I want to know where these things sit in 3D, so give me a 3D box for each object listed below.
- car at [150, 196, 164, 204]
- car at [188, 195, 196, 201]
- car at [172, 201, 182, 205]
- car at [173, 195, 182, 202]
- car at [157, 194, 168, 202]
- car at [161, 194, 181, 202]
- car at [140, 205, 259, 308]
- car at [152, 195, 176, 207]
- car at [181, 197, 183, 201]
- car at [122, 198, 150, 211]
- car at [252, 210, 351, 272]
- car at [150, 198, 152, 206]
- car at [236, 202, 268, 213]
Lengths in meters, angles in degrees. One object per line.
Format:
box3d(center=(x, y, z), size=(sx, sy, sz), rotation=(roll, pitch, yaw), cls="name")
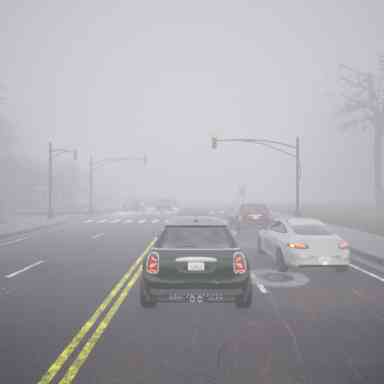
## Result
box3d(center=(-6.481, 1.524, 62.494), size=(2.033, 1.411, 5.357), rotation=(0, 0, 1), cls="car")
box3d(center=(0.097, 1.483, 84.302), size=(2.128, 1.511, 4.902), rotation=(0, 0, 0), cls="car")
box3d(center=(0.061, 1.478, 17.351), size=(1.882, 1.535, 5.008), rotation=(0, 0, 0), cls="car")
box3d(center=(-3.167, 1.468, 72.644), size=(1.837, 1.490, 4.892), rotation=(0, 0, 0), cls="car")
box3d(center=(-6.417, 1.323, 72.680), size=(2.097, 1.767, 4.553), rotation=(0, 0, 0), cls="car")
box3d(center=(-3.285, 1.479, 51.294), size=(2.128, 1.511, 4.902), rotation=(0, 0, 0), cls="car")
box3d(center=(0.085, 1.352, 8.086), size=(2.097, 1.767, 4.553), rotation=(0, 0, 0), cls="car")
box3d(center=(-3.305, 1.500, 39.860), size=(1.837, 1.490, 4.892), rotation=(0, 0, 0), cls="car")
box3d(center=(-3.246, 1.502, 62.462), size=(1.812, 1.442, 4.674), rotation=(0, 0, 1), cls="car")
box3d(center=(-6.955, 1.486, 40.020), size=(2.128, 1.511, 4.902), rotation=(0, 0, 6), cls="car")
box3d(center=(3.345, 1.526, 10.640), size=(1.812, 1.442, 4.674), rotation=(0, 0, 0), cls="car")
box3d(center=(-6.533, 1.587, 51.286), size=(1.895, 1.301, 4.718), rotation=(0, 0, 0), cls="car")
box3d(center=(3.331, 1.352, 19.434), size=(2.097, 1.767, 4.553), rotation=(0, 0, 0), cls="car")
